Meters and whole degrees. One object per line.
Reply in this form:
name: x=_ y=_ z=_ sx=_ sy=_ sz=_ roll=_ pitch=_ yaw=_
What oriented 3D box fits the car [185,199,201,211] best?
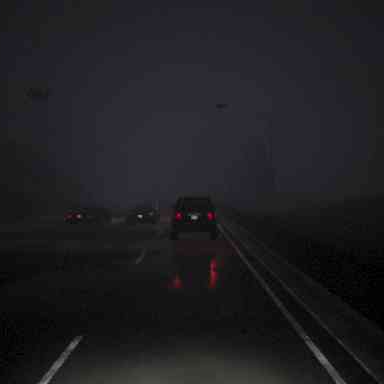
car: x=0.113 y=1.599 z=41.347 sx=1.895 sy=1.301 sz=4.718 roll=0 pitch=0 yaw=0

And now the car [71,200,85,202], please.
car: x=-10.393 y=1.477 z=31.432 sx=1.882 sy=1.535 sz=5.008 roll=0 pitch=0 yaw=0

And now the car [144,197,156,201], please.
car: x=-6.971 y=1.562 z=55.982 sx=1.994 sy=1.385 sz=4.181 roll=0 pitch=0 yaw=-3

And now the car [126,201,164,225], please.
car: x=-3.396 y=1.563 z=23.789 sx=1.994 sy=1.385 sz=4.181 roll=0 pitch=0 yaw=0

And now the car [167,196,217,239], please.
car: x=0.107 y=1.220 z=17.377 sx=2.150 sy=2.045 sz=5.566 roll=0 pitch=0 yaw=0

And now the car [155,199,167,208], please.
car: x=-3.390 y=1.599 z=44.579 sx=1.895 sy=1.301 sz=4.718 roll=0 pitch=0 yaw=0

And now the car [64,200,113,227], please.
car: x=-6.894 y=1.547 z=22.869 sx=2.033 sy=1.411 sz=5.357 roll=0 pitch=0 yaw=0
